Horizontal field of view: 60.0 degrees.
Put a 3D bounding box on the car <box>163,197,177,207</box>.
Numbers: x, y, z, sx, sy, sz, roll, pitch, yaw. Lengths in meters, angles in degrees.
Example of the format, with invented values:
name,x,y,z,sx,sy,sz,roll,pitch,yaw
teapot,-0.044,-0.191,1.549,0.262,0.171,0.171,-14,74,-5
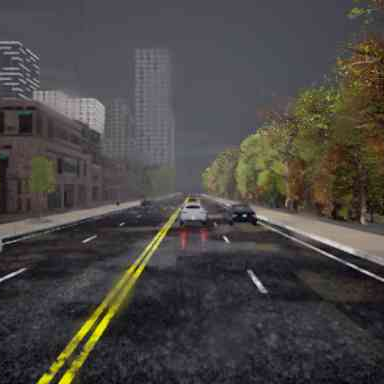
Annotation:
name,x,y,z,sx,sy,sz,roll,pitch,yaw
car,-3.306,1.528,50.596,2.033,1.411,5.357,0,0,1

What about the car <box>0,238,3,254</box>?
name,x,y,z,sx,sy,sz,roll,pitch,yaw
car,-6.593,1.598,7.723,1.895,1.301,4.718,0,0,0

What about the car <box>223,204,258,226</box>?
name,x,y,z,sx,sy,sz,roll,pitch,yaw
car,3.343,1.541,23.583,2.033,1.411,5.357,0,0,0

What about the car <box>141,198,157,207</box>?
name,x,y,z,sx,sy,sz,roll,pitch,yaw
car,-6.560,1.581,50.492,1.895,1.301,4.718,0,0,1

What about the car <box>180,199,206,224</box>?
name,x,y,z,sx,sy,sz,roll,pitch,yaw
car,0.092,1.518,24.524,1.812,1.442,4.674,0,0,0
